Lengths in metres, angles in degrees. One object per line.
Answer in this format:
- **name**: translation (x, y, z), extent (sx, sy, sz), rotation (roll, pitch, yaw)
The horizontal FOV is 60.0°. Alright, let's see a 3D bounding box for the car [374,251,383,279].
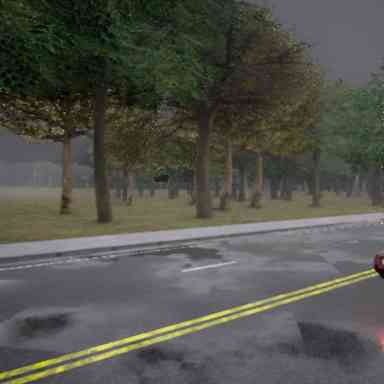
- **car**: translation (6.460, 1.559, 8.040), extent (4.718, 1.301, 1.895), rotation (0, 0, -35)
